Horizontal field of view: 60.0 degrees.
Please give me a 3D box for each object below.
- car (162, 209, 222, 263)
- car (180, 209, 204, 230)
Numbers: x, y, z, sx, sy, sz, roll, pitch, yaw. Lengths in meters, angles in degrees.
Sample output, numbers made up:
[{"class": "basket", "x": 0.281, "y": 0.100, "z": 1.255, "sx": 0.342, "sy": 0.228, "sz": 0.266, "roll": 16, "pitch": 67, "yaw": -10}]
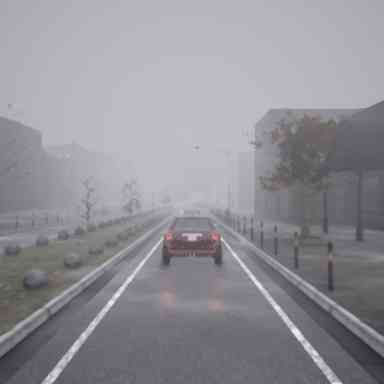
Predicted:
[{"class": "car", "x": 0.021, "y": 1.677, "z": 13.492, "sx": 2.097, "sy": 1.767, "sz": 4.553, "roll": 0, "pitch": -2, "yaw": 0}, {"class": "car", "x": 0.020, "y": 2.265, "z": 28.610, "sx": 1.837, "sy": 1.490, "sz": 4.892, "roll": 0, "pitch": -1, "yaw": 0}]
